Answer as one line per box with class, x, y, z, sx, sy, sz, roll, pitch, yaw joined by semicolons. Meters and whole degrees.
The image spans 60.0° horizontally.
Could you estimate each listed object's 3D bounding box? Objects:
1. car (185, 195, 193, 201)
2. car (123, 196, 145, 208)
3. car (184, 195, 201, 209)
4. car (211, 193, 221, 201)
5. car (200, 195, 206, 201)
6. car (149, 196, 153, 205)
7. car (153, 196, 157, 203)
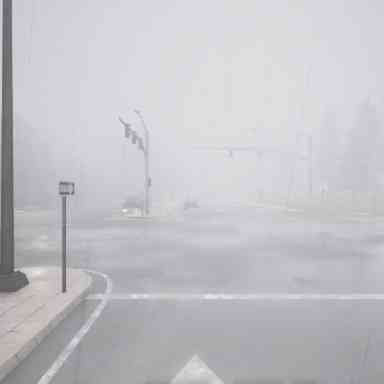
car;-0.806;1.500;85.866;1.837;1.490;4.892;0;0;-1
car;-8.282;1.352;46.767;2.097;1.767;4.553;0;0;-1
car;-0.153;1.526;44.823;1.812;1.442;4.674;0;0;-1
car;6.193;1.225;85.939;2.150;2.045;5.566;0;0;-1
car;2.693;1.524;85.929;1.812;1.442;4.674;0;0;-1
car;-8.445;1.504;58.191;1.837;1.490;4.892;0;0;-1
car;-8.578;1.595;71.450;1.895;1.301;4.718;0;0;-1
